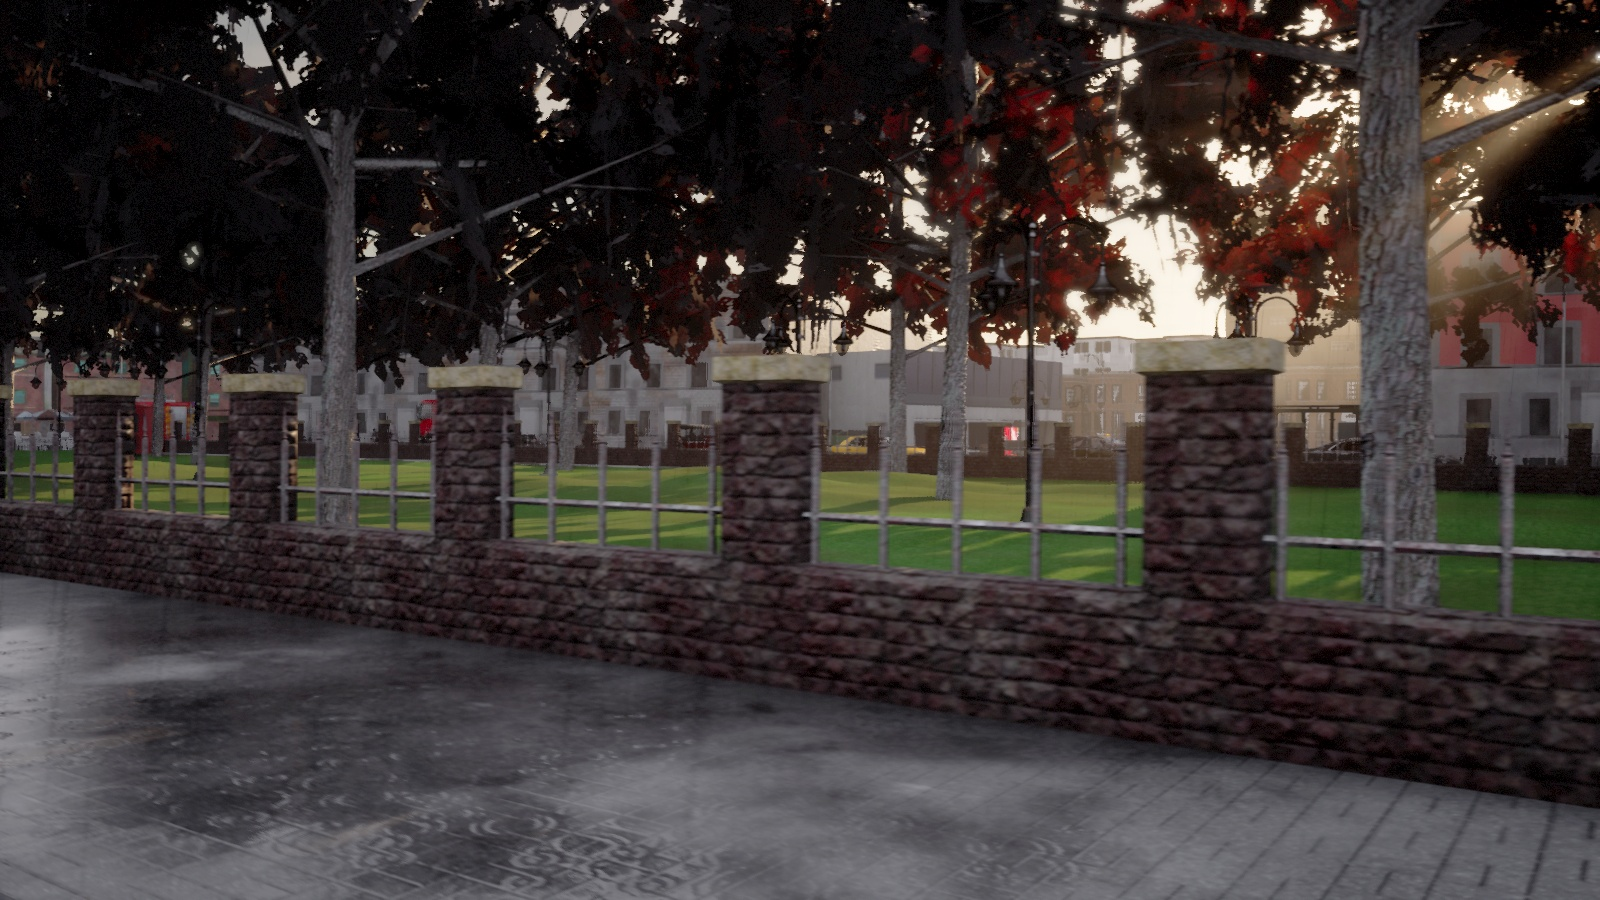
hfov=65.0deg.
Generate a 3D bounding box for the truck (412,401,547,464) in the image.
[{"bbox_3d":[-18.362,-0.973,71.758,7.936,3.462,2.891,0,1,34],"label":"truck"}]

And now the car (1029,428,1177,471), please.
[{"bbox_3d":[11.223,-0.020,46.636,4.902,1.511,2.128,0,1,35],"label":"car"}]

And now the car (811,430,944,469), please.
[{"bbox_3d":[3.180,-0.025,52.159,5.366,1.575,1.801,0,1,35],"label":"car"}]

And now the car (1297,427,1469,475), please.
[{"bbox_3d":[19.092,0.017,41.231,4.892,1.490,1.837,0,1,35],"label":"car"}]

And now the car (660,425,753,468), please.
[{"bbox_3d":[-4.263,-0.156,57.265,3.866,1.878,1.905,0,1,34],"label":"car"}]
